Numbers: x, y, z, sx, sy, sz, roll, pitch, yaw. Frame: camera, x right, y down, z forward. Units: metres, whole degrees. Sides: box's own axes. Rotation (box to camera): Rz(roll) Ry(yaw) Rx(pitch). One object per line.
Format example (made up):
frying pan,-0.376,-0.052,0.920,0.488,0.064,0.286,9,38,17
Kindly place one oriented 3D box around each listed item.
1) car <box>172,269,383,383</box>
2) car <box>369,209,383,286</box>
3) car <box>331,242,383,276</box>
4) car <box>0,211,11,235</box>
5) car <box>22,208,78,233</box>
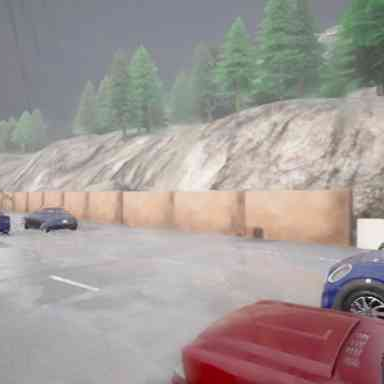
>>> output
car,2.157,1.612,2.500,4.718,1.301,1.895,0,0,35
car,6.854,1.382,7.783,4.553,1.767,2.097,0,0,35
car,4.486,1.372,5.176,4.553,1.767,2.097,0,0,35
car,-11.729,1.561,18.336,5.008,1.535,1.882,0,0,42
car,-8.741,1.656,20.345,4.181,1.385,1.994,0,0,42
